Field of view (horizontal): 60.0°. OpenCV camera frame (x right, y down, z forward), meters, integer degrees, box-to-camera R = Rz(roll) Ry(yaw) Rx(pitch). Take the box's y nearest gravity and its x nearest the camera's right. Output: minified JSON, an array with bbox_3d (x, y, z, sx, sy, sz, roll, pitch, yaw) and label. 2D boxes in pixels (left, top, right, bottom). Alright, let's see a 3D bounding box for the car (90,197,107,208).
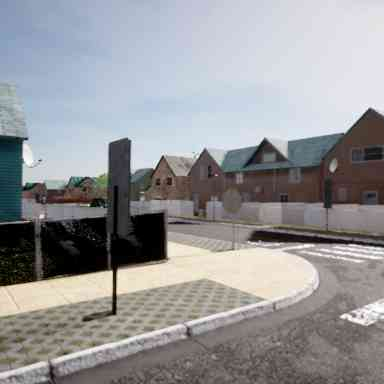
[{"bbox_3d":[-7.493,1.513,30.212,2.150,2.045,5.566,1,-1,-35],"label":"car"}]
